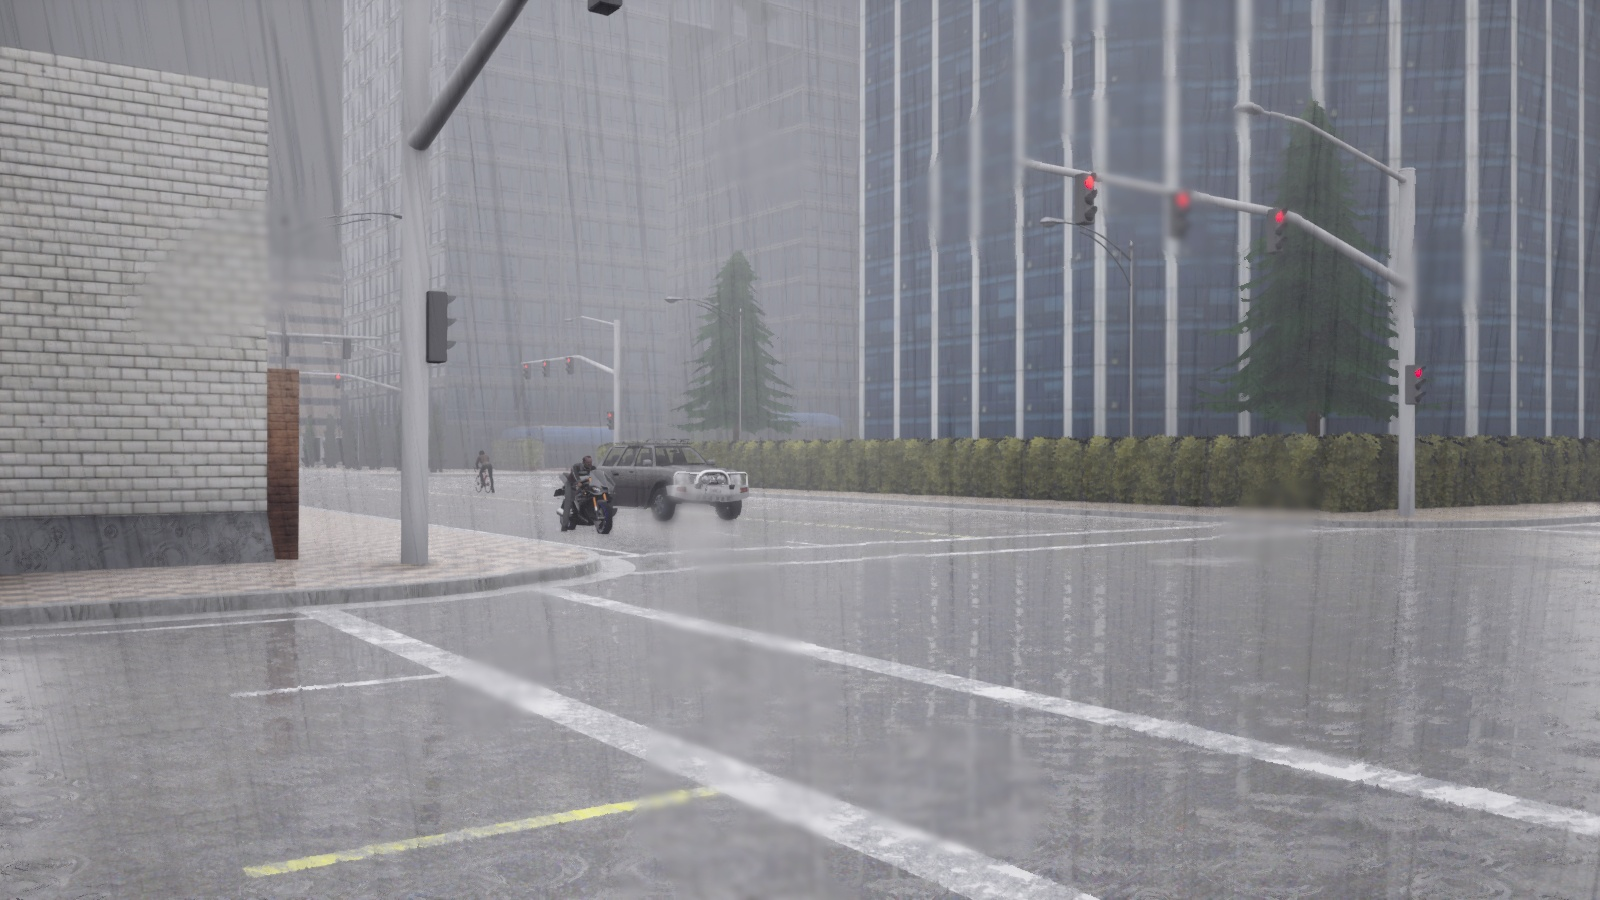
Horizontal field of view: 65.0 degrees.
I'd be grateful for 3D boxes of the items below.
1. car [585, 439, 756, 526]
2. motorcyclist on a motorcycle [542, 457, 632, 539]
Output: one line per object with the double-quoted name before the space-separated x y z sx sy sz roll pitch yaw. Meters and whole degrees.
"car" -3.097 0.695 29.092 1.932 1.855 4.605 0 0 -35
"motorcyclist on a motorcycle" -4.181 0.904 24.516 0.866 1.530 2.191 0 0 -35
